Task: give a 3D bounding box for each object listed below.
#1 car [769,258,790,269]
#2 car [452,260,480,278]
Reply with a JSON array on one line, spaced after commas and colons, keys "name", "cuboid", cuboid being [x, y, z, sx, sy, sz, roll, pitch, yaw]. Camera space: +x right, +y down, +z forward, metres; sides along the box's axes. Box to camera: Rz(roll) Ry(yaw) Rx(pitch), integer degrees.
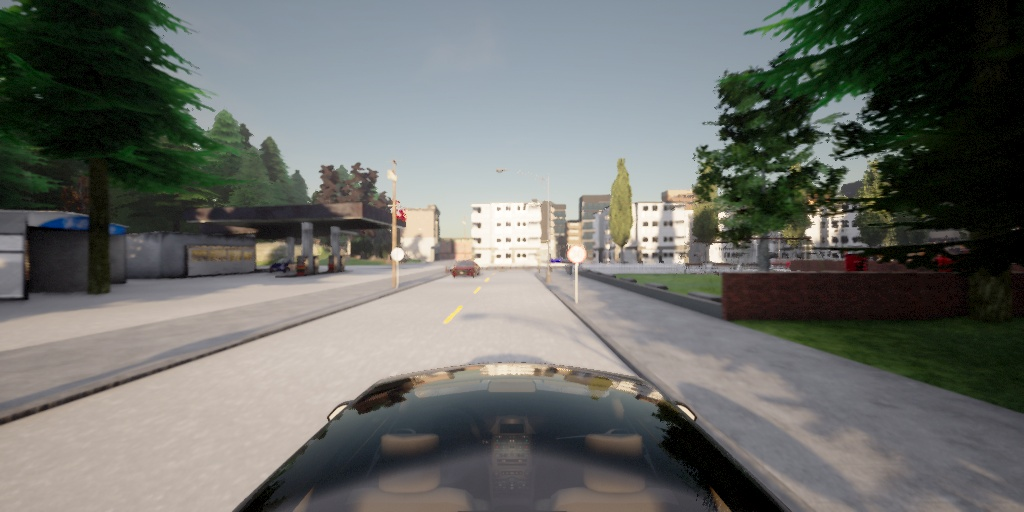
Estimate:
[{"name": "car", "cuboid": [34.515, 1.036, 46.907, 5.008, 1.535, 1.882, 0, 0, 0]}, {"name": "car", "cuboid": [-3.993, 1.096, 31.627, 1.882, 1.535, 5.008, 0, 0, 2]}]
